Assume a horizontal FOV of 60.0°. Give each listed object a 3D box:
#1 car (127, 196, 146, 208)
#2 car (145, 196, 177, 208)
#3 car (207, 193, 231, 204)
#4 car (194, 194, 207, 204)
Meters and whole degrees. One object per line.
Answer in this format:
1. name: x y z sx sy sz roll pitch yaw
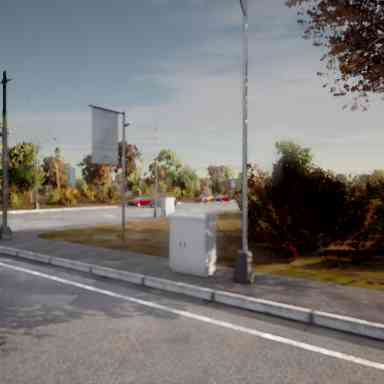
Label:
1. car: -7.001 1.349 46.580 1.882 1.535 5.008 0 0 32
2. car: -3.792 1.412 45.105 1.812 1.442 4.674 0 0 32
3. car: 5.254 1.167 59.162 1.882 1.535 5.008 0 0 33
4. car: 2.321 1.142 61.072 2.097 1.767 4.553 0 0 33
